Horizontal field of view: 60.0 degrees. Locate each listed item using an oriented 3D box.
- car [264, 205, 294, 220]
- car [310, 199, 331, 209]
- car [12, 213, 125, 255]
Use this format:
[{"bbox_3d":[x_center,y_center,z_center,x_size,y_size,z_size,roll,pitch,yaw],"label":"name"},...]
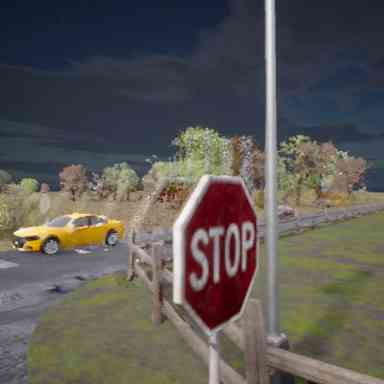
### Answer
[{"bbox_3d":[9.220,2.083,34.793,1.812,1.442,4.674,0,-1,36],"label":"car"},{"bbox_3d":[18.155,1.727,47.025,2.097,1.767,4.553,0,0,36],"label":"car"},{"bbox_3d":[-5.245,1.710,14.732,1.882,1.535,5.008,0,0,36],"label":"car"}]
